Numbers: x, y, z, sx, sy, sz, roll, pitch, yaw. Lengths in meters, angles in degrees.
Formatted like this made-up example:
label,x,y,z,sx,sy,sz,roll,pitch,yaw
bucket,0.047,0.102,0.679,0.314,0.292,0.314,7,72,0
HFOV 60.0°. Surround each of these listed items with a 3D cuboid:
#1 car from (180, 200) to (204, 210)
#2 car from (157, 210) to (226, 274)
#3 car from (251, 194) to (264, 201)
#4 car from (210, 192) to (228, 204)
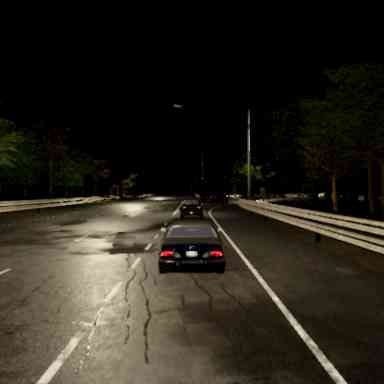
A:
label,x,y,z,sx,sy,sz,roll,pitch,yaw
car,-0.015,1.427,28.733,2.128,1.511,4.902,0,0,0
car,-0.010,1.524,10.481,2.033,1.411,5.357,0,0,0
car,15.550,1.308,79.633,1.812,1.442,4.674,0,0,38
car,4.792,1.086,58.638,2.150,2.045,5.566,0,0,19
